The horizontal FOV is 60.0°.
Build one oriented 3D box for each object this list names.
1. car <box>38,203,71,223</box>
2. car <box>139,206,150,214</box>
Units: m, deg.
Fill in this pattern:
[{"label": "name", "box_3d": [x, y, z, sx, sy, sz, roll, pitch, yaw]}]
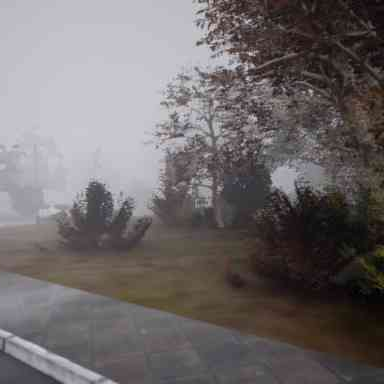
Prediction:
[{"label": "car", "box_3d": [-14.423, 2.313, 37.456, 2.150, 2.045, 5.566, -4, -3, 32]}, {"label": "car", "box_3d": [-7.726, 3.224, 61.226, 2.128, 1.511, 4.902, -4, -3, 33]}]
